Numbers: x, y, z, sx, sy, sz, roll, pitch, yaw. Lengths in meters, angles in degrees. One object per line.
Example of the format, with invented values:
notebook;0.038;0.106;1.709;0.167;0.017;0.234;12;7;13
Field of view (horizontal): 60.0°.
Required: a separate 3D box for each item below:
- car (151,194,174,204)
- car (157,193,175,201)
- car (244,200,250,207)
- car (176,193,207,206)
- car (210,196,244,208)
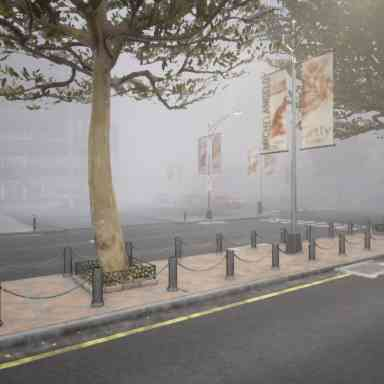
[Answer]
car;-6.088;1.564;63.577;1.994;1.385;4.181;0;0;-42
car;-5.093;1.221;67.879;5.566;2.045;2.150;0;0;45
car;6.978;1.526;52.034;1.812;1.442;4.674;0;0;-36
car;-0.181;1.352;55.969;2.097;1.767;4.553;0;0;-36
car;4.915;1.352;48.890;2.097;1.767;4.553;0;0;-35
